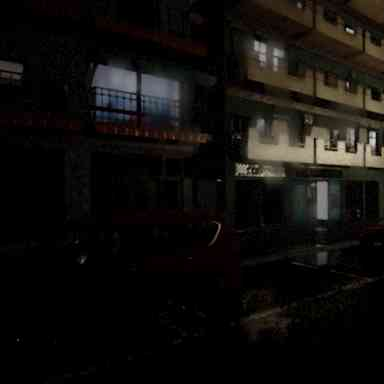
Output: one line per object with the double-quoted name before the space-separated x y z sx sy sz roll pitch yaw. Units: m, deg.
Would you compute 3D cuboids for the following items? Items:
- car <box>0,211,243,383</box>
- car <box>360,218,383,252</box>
"car" -1.363 1.299 5.585 5.009 1.841 2.192 -1 0 -35
"car" 7.880 1.441 12.130 4.507 1.381 1.887 -1 0 -35
